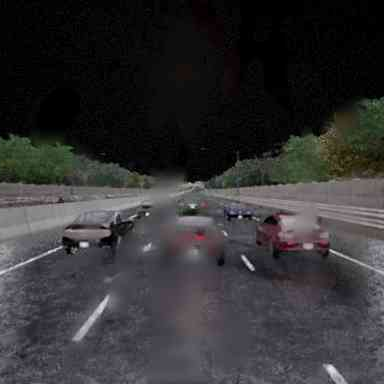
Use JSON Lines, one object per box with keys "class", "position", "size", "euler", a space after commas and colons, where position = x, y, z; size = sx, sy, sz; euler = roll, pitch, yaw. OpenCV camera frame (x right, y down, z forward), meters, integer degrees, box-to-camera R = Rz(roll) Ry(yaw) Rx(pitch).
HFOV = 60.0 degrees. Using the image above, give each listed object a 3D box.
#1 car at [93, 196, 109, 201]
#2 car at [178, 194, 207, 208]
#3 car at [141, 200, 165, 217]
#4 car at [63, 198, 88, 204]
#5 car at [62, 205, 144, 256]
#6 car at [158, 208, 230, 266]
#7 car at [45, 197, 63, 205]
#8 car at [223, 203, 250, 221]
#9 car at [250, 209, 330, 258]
{"class": "car", "position": [-14.063, 1.409, 51.958], "size": [1.837, 1.490, 4.892], "euler": [0, 0, 0]}
{"class": "car", "position": [0.065, 1.167, 27.129], "size": [2.150, 2.045, 5.566], "euler": [0, 0, 0]}
{"class": "car", "position": [-3.427, 1.447, 28.216], "size": [1.837, 1.490, 4.892], "euler": [0, 1, 0]}
{"class": "car", "position": [-17.564, 1.506, 50.931], "size": [1.895, 1.301, 4.718], "euler": [0, 0, 0]}
{"class": "car", "position": [-3.428, 1.463, 13.045], "size": [2.128, 1.511, 4.902], "euler": [0, 0, 0]}
{"class": "car", "position": [0.062, 1.474, 11.443], "size": [1.837, 1.490, 4.892], "euler": [0, -1, 0]}
{"class": "car", "position": [-21.057, 1.468, 51.513], "size": [1.994, 1.385, 4.181], "euler": [0, 0, 0]}
{"class": "car", "position": [3.564, 1.545, 26.703], "size": [1.895, 1.301, 4.718], "euler": [0, 0, 0]}
{"class": "car", "position": [3.569, 1.499, 12.459], "size": [1.812, 1.442, 4.674], "euler": [0, 0, 0]}
